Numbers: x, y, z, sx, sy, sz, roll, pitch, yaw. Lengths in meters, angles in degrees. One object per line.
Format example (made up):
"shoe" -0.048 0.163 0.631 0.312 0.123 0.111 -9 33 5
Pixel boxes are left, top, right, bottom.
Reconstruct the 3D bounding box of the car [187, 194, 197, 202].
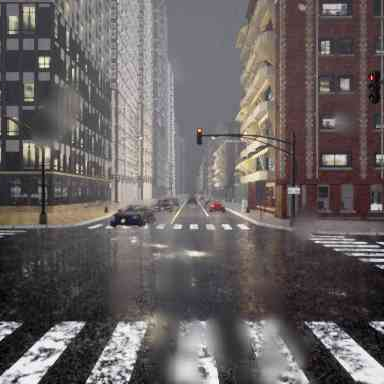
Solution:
"car" -0.005 1.218 69.743 2.097 1.767 4.553 0 0 0

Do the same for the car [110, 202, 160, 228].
"car" -3.772 1.552 21.770 1.994 1.385 4.181 0 -1 9

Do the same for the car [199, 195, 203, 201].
"car" 2.687 1.571 55.738 2.008 1.369 4.403 0 0 0

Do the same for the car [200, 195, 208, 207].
"car" 2.687 1.567 50.090 2.008 1.369 4.403 0 0 0

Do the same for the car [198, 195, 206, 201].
"car" 2.683 1.491 89.630 1.967 1.590 4.097 0 0 0

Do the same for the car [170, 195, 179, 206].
"car" -3.084 1.567 54.059 2.033 1.411 5.357 0 0 0

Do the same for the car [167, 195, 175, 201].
"car" -5.698 1.595 89.629 1.887 1.381 4.507 0 0 0

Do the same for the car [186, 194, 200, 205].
"car" -0.004 1.549 59.771 1.812 1.442 4.674 0 0 0

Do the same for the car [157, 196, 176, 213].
"car" -3.098 1.513 37.022 1.837 1.490 4.892 0 0 0

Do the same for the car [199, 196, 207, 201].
"car" 2.683 1.626 83.981 1.802 1.307 4.206 0 0 0

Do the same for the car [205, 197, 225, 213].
"car" 2.739 1.591 37.172 1.802 1.307 4.206 0 0 0

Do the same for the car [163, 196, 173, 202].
"car" -5.696 1.589 78.331 2.008 1.369 4.403 0 0 0
